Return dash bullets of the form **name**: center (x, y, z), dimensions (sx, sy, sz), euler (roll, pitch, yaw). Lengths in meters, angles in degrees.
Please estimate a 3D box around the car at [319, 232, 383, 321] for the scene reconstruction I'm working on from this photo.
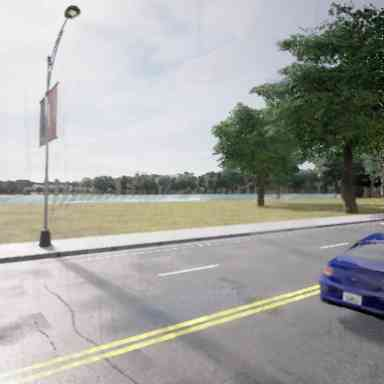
- **car**: center (4.402, 1.506, 6.584), dimensions (4.674, 1.442, 1.812), euler (0, 0, -35)
